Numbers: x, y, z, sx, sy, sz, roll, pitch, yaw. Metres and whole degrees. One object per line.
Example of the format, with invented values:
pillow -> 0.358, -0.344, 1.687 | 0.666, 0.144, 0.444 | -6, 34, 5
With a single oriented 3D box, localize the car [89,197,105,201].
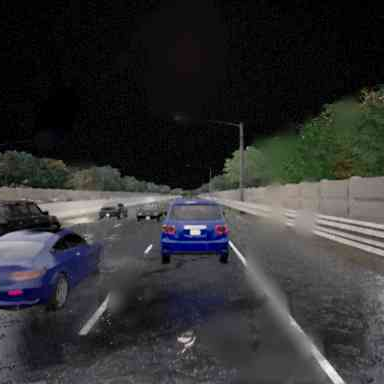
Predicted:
car -> -17.543, 1.961, 64.292 | 2.033, 1.411, 5.357 | 0, 0, 0

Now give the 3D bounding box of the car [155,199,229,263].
car -> 0.091, 1.280, 12.364 | 2.150, 2.045, 5.566 | 0, 0, 0

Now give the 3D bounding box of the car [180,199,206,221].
car -> 0.082, 1.503, 29.353 | 2.097, 1.767, 4.553 | 0, 0, 0

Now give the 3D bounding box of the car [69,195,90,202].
car -> -21.043, 1.602, 64.027 | 2.150, 2.045, 5.566 | 0, 0, 0

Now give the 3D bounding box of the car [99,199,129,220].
car -> -6.919, 1.658, 29.730 | 1.837, 1.490, 4.892 | 0, 0, 0

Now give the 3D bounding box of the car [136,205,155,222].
car -> -3.417, 1.744, 28.005 | 1.895, 1.301, 4.718 | 0, 0, 0

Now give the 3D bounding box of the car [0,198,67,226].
car -> -6.908, 1.281, 12.476 | 2.150, 2.045, 5.566 | 0, 0, 0

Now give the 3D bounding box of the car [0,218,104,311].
car -> -3.419, 1.562, 7.703 | 1.812, 1.442, 4.674 | 0, 0, 0

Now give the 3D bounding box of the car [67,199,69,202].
car -> -24.542, 1.932, 63.632 | 1.994, 1.385, 4.181 | 0, 0, 0
